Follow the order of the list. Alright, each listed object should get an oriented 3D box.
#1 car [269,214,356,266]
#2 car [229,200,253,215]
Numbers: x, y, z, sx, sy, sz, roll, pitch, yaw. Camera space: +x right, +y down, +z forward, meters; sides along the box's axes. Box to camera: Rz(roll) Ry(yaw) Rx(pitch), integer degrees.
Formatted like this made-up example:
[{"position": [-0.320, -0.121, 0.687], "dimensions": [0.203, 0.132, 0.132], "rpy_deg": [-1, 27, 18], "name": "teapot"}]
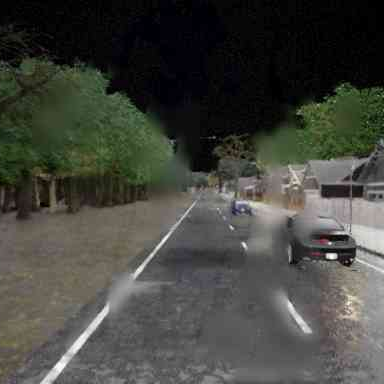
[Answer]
[{"position": [3.977, 1.525, 11.659], "dimensions": [1.837, 1.490, 4.892], "rpy_deg": [1, 0, 2], "name": "car"}, {"position": [4.789, 1.474, 32.974], "dimensions": [1.812, 1.442, 4.674], "rpy_deg": [1, 0, 2], "name": "car"}]
